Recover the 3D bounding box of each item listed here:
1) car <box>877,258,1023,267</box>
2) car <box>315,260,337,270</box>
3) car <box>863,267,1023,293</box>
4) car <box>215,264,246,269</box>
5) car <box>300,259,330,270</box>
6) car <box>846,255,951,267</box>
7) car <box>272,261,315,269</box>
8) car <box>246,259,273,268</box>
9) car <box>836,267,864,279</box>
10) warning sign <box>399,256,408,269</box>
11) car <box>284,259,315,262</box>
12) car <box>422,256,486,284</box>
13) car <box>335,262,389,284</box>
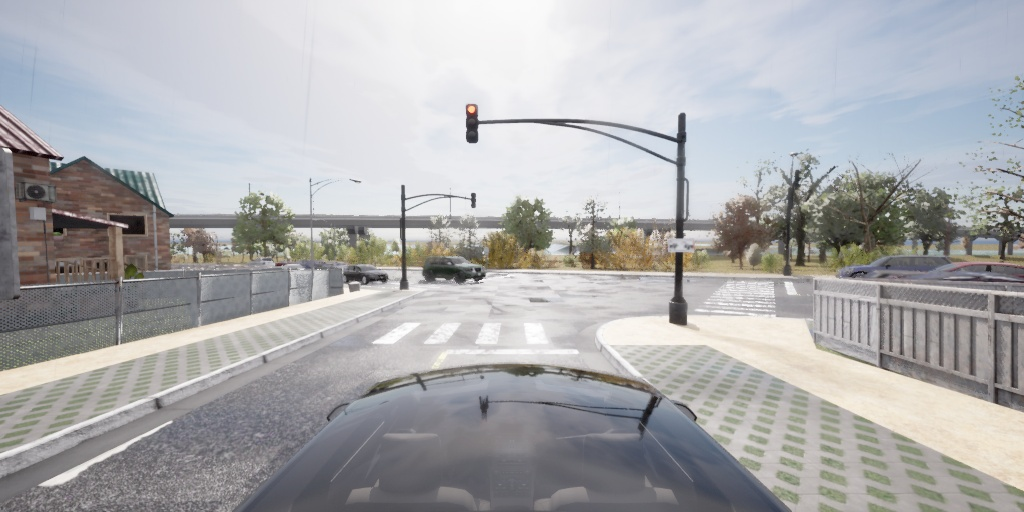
[{"bbox_3d":[19.184,0.981,15.037,5.008,1.535,1.882,0,2,36],"label":"car"},{"bbox_3d":[-18.379,1.407,38.108,4.902,1.511,2.128,0,2,36],"label":"car"},{"bbox_3d":[14.011,1.236,10.525,4.902,1.511,2.128,-1,2,36],"label":"car"},{"bbox_3d":[-38.750,1.788,49.024,4.718,1.301,1.895,-1,2,36],"label":"car"},{"bbox_3d":[-30.156,1.317,54.832,4.902,1.511,2.128,-1,2,36],"label":"car"},{"bbox_3d":[19.830,0.755,18.579,4.553,1.767,2.097,0,2,36],"label":"car"},{"bbox_3d":[-22.652,1.573,37.203,4.674,1.442,1.812,-1,2,36],"label":"car"},{"bbox_3d":[-36.974,1.584,51.746,4.892,1.490,1.837,-1,1,36],"label":"car"},{"bbox_3d":[15.242,1.239,13.648,4.718,1.301,1.895,0,2,36],"label":"car"},{"bbox_3d":[-14.236,0.719,46.795,1.060,1.860,1.300,0,0,36],"label":"warning sign"},{"bbox_3d":[-29.516,1.263,50.471,4.553,1.767,2.097,0,2,36],"label":"car"},{"bbox_3d":[-4.659,1.025,28.113,5.566,2.045,2.150,-1,2,36],"label":"car"},{"bbox_3d":[-12.199,1.466,29.595,4.892,1.490,1.837,0,2,36],"label":"car"}]
